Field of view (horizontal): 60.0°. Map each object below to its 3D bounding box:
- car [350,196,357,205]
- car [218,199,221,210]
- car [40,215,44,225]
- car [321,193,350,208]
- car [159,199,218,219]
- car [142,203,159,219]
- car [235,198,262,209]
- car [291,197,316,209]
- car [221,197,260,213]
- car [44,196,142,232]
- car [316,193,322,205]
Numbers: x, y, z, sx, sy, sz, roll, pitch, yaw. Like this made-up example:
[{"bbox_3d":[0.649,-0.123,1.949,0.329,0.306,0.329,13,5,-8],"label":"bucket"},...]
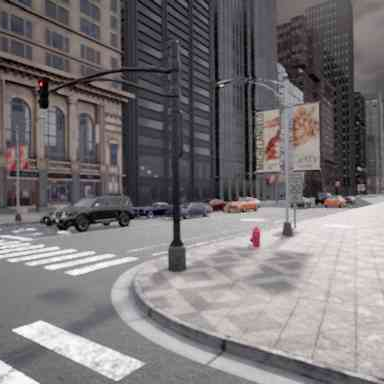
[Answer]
[{"bbox_3d":[25.650,1.399,54.467,1.837,1.490,4.892,-1,-1,35],"label":"car"},{"bbox_3d":[2.290,1.551,38.752,1.882,1.535,5.008,-1,0,36],"label":"car"},{"bbox_3d":[-8.486,1.683,23.592,1.994,1.385,4.181,-1,0,35],"label":"car"},{"bbox_3d":[20.269,1.256,46.899,2.097,1.767,4.553,-1,0,36],"label":"car"},{"bbox_3d":[-0.189,1.597,29.660,2.033,1.411,5.357,-1,0,35],"label":"car"},{"bbox_3d":[-3.418,1.698,30.727,1.895,1.301,4.718,-1,0,35],"label":"car"},{"bbox_3d":[8.057,1.578,46.803,1.812,1.442,4.674,-1,0,36],"label":"car"},{"bbox_3d":[14.781,1.461,44.771,1.837,1.490,4.892,-1,-1,35],"label":"car"},{"bbox_3d":[5.721,1.377,37.938,2.097,1.767,4.553,-1,0,36],"label":"car"},{"bbox_3d":[-6.131,1.297,21.306,2.150,2.045,5.566,-1,0,35],"label":"car"},{"bbox_3d":[22.004,1.162,54.972,2.150,2.045,5.566,-1,-1,37],"label":"car"}]
